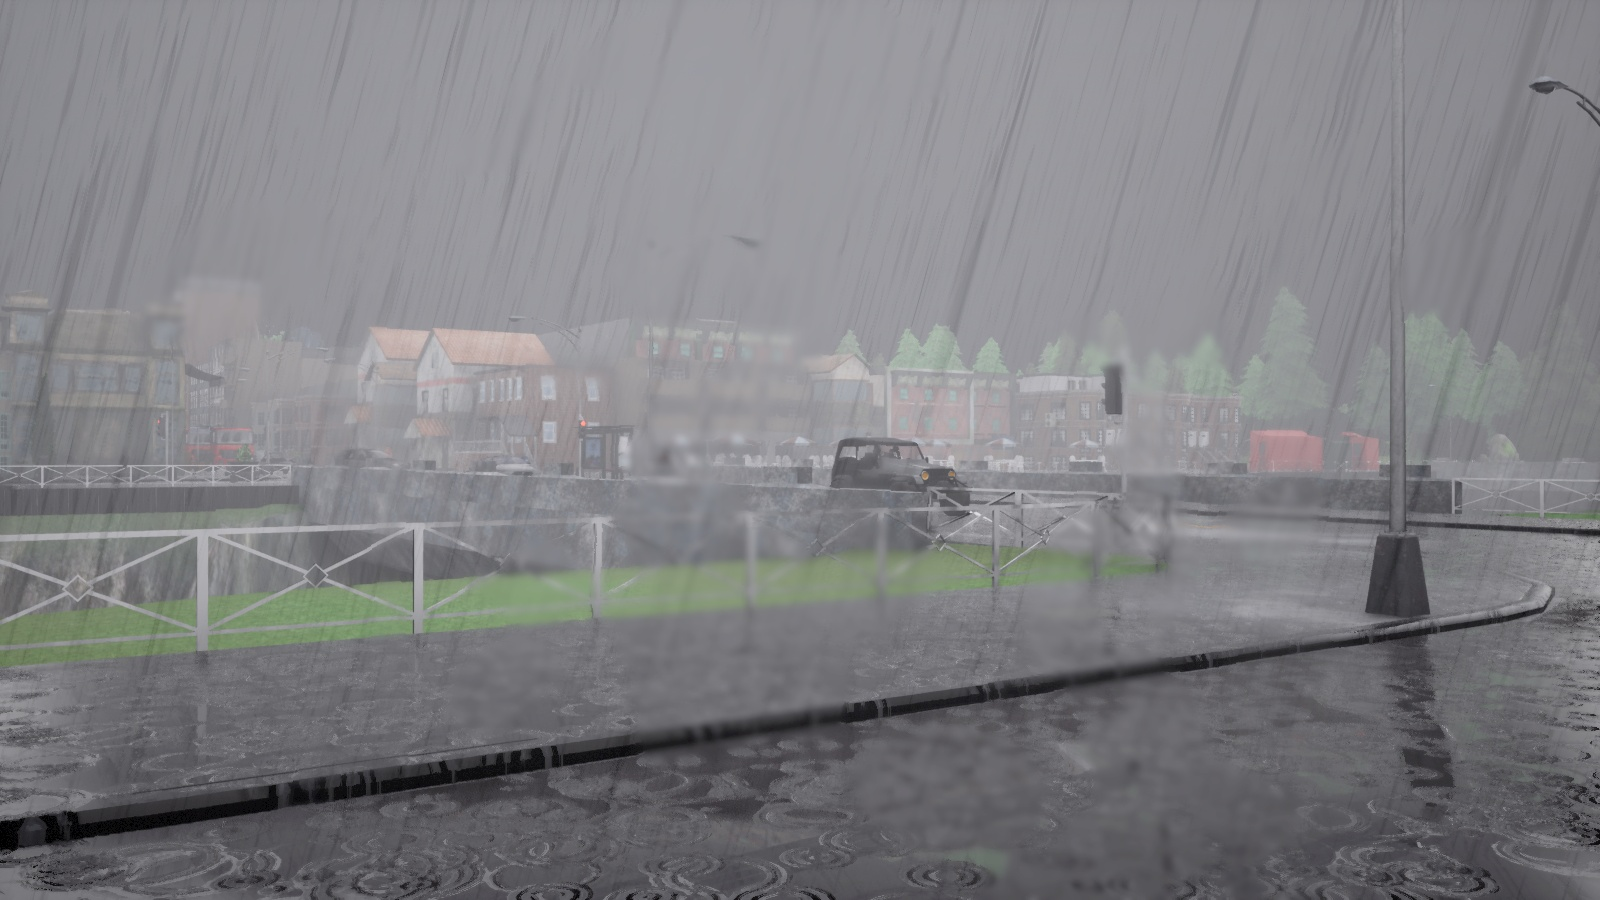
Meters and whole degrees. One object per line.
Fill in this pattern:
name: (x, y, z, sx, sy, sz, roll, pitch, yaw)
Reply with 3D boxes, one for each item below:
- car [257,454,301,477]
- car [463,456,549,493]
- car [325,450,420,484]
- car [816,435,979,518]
car: (-34.641, 1.036, 83.433, 1.816, 1.474, 4.193, 0, 0, -35)
car: (-11.939, 0.958, 50.873, 1.994, 1.385, 4.181, 0, 0, -35)
car: (-20.867, 0.837, 61.372, 3.988, 1.617, 1.851, 0, 0, 9)
car: (2.291, 0.610, 30.450, 1.905, 1.878, 3.866, 0, 0, -35)
